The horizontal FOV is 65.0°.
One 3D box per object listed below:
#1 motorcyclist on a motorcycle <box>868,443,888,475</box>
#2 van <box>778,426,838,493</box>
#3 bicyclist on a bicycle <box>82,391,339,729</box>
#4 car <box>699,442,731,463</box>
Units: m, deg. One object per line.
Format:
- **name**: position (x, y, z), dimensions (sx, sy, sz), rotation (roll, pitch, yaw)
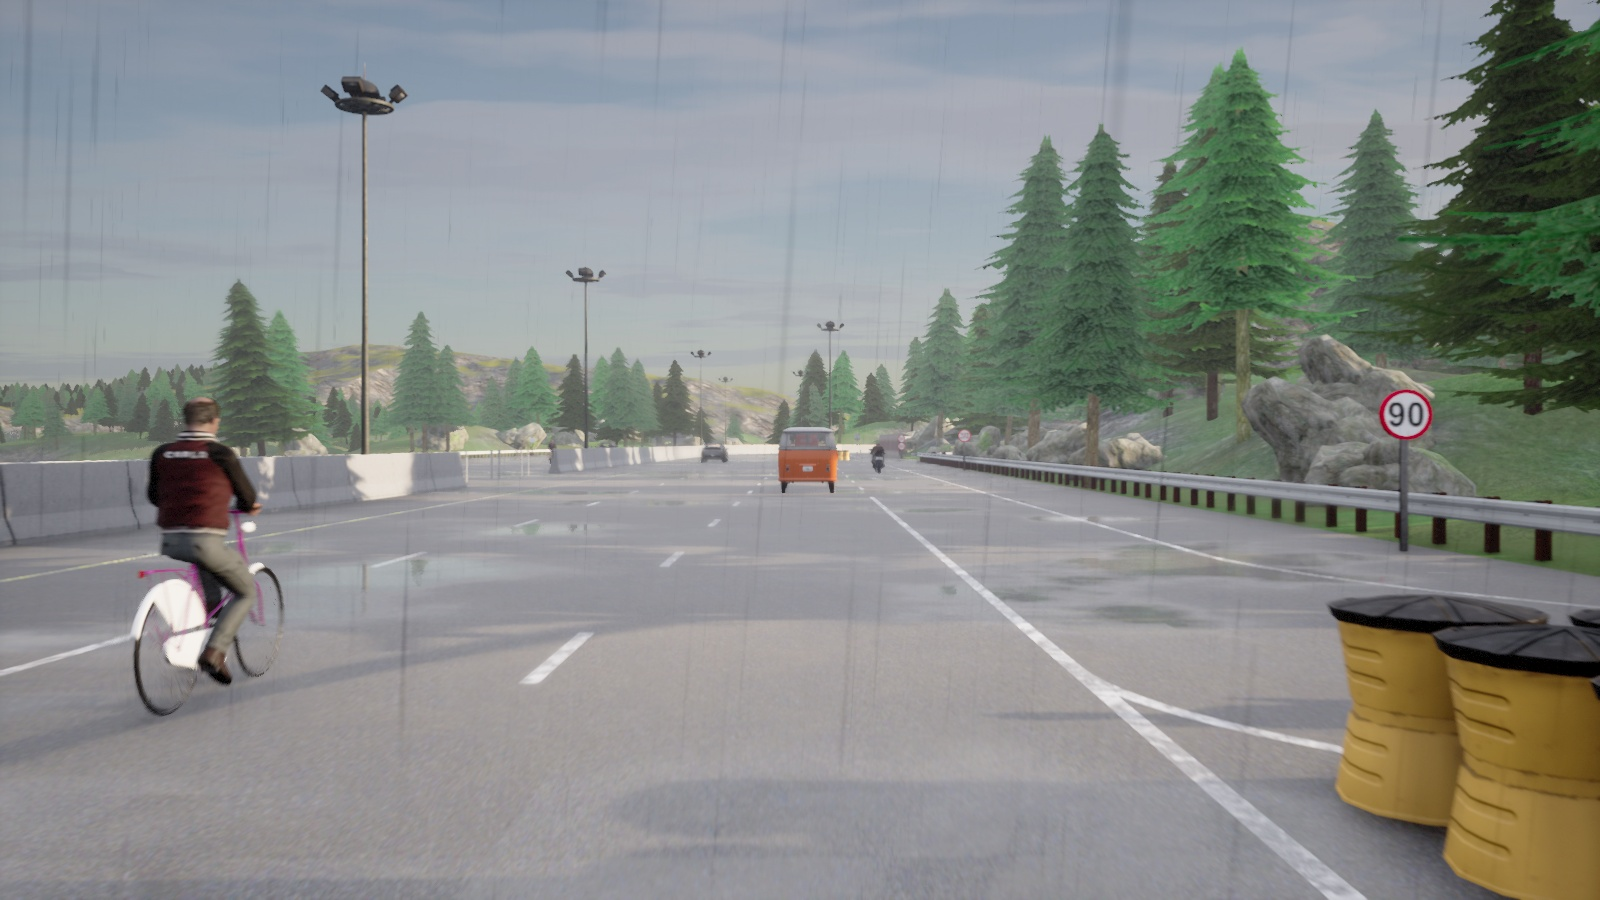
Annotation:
- **motorcyclist on a motorcycle**: position (3.875, 0.433, 62.356), dimensions (0.866, 1.530, 2.191), rotation (0, 0, 0)
- **van**: position (0.242, 0.276, 39.408), dimensions (1.775, 1.987, 4.442), rotation (0, 0, 0)
- **bicyclist on a bicycle**: position (-3.441, 0.572, 7.531), dimensions (0.659, 1.776, 1.843), rotation (0, 0, 0)
- **car**: position (-6.443, 0.159, 95.465), dimensions (2.128, 1.511, 4.902), rotation (0, 0, 0)
